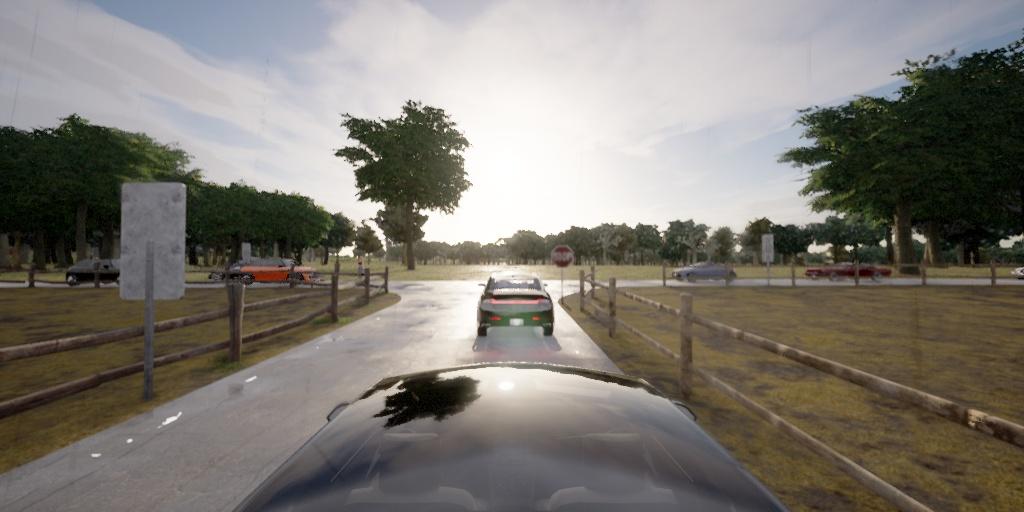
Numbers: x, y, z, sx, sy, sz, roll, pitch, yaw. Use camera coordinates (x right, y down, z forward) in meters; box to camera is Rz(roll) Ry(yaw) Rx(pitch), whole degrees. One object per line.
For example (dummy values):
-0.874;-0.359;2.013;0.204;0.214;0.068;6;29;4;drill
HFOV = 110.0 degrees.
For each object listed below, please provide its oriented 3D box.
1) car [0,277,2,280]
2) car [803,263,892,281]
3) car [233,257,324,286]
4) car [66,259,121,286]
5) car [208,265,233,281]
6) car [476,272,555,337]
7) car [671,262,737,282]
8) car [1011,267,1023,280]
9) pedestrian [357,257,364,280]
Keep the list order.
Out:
-36.263;1.150;22.806;5.357;1.411;2.033;0;-1;-1;car
23.915;1.123;25.694;4.718;1.301;1.895;0;-1;3;car
-14.561;0.962;22.864;4.553;1.767;2.097;0;-1;0;car
-25.157;0.959;22.836;4.553;1.767;2.097;0;-1;0;car
-19.013;1.155;25.765;4.902;1.511;2.128;0;-1;0;car
0.041;1.191;10.104;2.128;1.511;4.902;0;0;-1;car
13.733;1.137;25.824;4.181;1.385;1.994;0;-1;0;car
37.291;0.961;24.250;4.674;1.442;1.812;0;-1;10;car
-12.188;0.982;28.844;0.375;1.860;0.375;0;-1;0;pedestrian
